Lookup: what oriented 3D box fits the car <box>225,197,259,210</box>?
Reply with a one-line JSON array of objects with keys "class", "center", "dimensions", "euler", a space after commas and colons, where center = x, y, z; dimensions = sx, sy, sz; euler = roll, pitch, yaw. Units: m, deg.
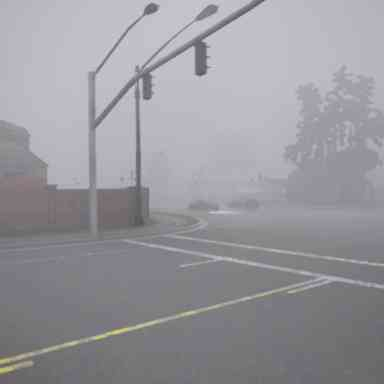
[{"class": "car", "center": [5.893, 1.369, 39.923], "dimensions": [2.128, 1.511, 4.902], "euler": [1, -1, -30]}]

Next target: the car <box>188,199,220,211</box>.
[{"class": "car", "center": [1.327, 1.464, 38.434], "dimensions": [1.994, 1.385, 4.181], "euler": [-1, 0, -37]}]
